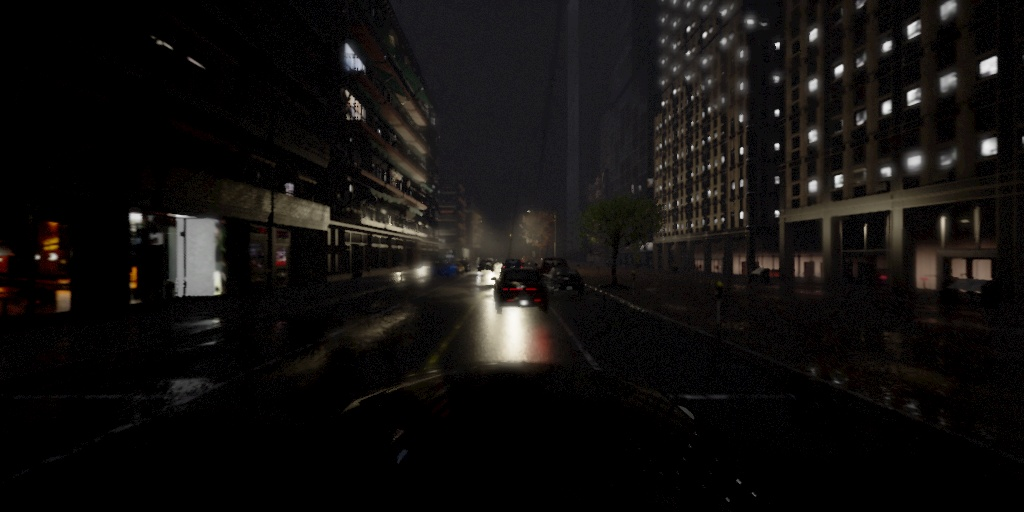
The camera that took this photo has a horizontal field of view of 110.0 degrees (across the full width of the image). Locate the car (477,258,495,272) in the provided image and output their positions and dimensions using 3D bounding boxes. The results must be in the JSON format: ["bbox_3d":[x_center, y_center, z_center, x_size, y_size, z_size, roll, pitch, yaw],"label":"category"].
[{"bbox_3d":[-3.059,1.159,42.956,1.837,1.490,4.892,0,-1,0],"label":"car"}]

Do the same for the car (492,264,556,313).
[{"bbox_3d":[0.269,1.224,13.846,1.837,1.490,4.892,0,0,-3],"label":"car"}]

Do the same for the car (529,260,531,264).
[{"bbox_3d":[2.692,1.244,30.028,1.948,1.339,4.313,0,0,0],"label":"car"}]

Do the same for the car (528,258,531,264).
[{"bbox_3d":[2.692,1.194,57.642,1.948,1.339,4.313,0,0,0],"label":"car"}]

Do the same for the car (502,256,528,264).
[{"bbox_3d":[0.098,1.023,33.649,2.097,1.767,4.553,0,0,0],"label":"car"}]

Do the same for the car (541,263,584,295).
[{"bbox_3d":[2.692,1.255,18.982,2.007,1.370,4.403,0,0,0],"label":"car"}]

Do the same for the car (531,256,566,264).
[{"bbox_3d":[2.692,1.006,24.506,2.192,1.841,5.009,0,0,0],"label":"car"}]

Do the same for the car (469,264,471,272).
[{"bbox_3d":[-5.689,1.221,41.074,1.948,1.339,4.313,0,0,0],"label":"car"}]

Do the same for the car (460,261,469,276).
[{"bbox_3d":[-5.689,1.191,35.382,1.751,1.417,4.829,0,0,0],"label":"car"}]

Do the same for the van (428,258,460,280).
[{"bbox_3d":[-5.689,1.019,30.028,1.690,1.789,3.998,0,0,0],"label":"van"}]
